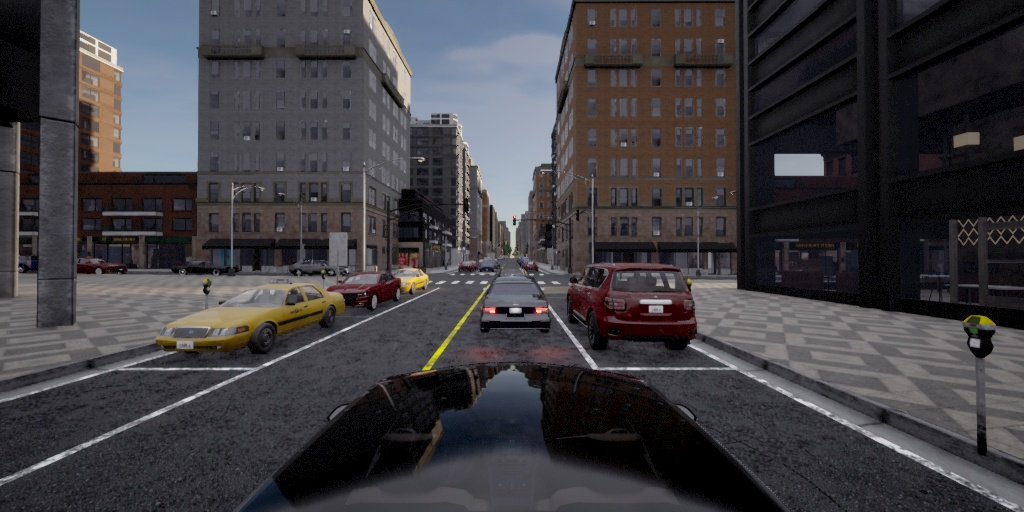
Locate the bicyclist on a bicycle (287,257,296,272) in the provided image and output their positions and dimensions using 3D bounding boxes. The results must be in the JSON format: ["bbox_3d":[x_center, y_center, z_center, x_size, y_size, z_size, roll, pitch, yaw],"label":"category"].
[{"bbox_3d":[-23.111,0.909,37.673,0.582,1.620,1.656,0,0,0],"label":"bicyclist on a bicycle"}]

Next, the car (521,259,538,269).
[{"bbox_3d":[2.545,1.343,47.293,1.802,1.307,4.207,0,0,0],"label":"car"}]

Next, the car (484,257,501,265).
[{"bbox_3d":[-3.232,1.328,56.575,1.994,1.385,4.181,0,0,0],"label":"car"}]

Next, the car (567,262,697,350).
[{"bbox_3d":[2.650,1.066,9.025,2.192,1.841,5.009,0,0,0],"label":"car"}]

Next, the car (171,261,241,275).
[{"bbox_3d":[-26.739,1.112,31.444,4.718,1.301,1.895,1,-1,0],"label":"car"}]

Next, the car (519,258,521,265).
[{"bbox_3d":[2.513,1.346,58.640,1.802,1.307,4.207,0,0,0],"label":"car"}]

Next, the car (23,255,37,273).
[{"bbox_3d":[-47.615,0.704,34.657,4.553,1.767,2.097,1,-1,1],"label":"car"}]

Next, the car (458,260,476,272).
[{"bbox_3d":[-5.982,1.306,47.279,1.888,1.381,4.507,0,0,0],"label":"car"}]

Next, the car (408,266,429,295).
[{"bbox_3d":[-5.907,1.279,20.090,1.751,1.417,4.829,0,0,0],"label":"car"}]

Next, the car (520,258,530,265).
[{"bbox_3d":[2.529,1.344,52.967,1.802,1.307,4.207,0,0,0],"label":"car"}]

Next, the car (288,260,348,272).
[{"bbox_3d":[-16.841,1.092,31.411,4.902,1.511,2.128,1,-1,0],"label":"car"}]

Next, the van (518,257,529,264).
[{"bbox_3d":[2.498,1.108,64.314,1.690,1.789,3.998,0,0,0],"label":"van"}]

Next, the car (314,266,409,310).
[{"bbox_3d":[-5.892,1.298,14.635,1.888,1.381,4.507,0,0,0],"label":"car"}]

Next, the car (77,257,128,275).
[{"bbox_3d":[-36.833,0.897,31.487,5.008,1.535,1.882,1,-1,0],"label":"car"}]

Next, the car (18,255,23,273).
[{"bbox_3d":[-46.942,0.832,31.555,4.892,1.490,1.837,1,-1,1],"label":"car"}]

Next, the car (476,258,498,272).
[{"bbox_3d":[-3.246,1.308,46.719,2.033,1.411,5.357,0,0,-4],"label":"car"}]

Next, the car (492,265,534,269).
[{"bbox_3d":[0.019,1.355,20.483,1.895,1.301,4.718,0,0,0],"label":"car"}]

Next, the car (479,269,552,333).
[{"bbox_3d":[0.067,1.299,10.757,2.033,1.411,5.357,0,0,0],"label":"car"}]

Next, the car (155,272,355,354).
[{"bbox_3d":[-5.876,1.277,8.840,1.751,1.417,4.829,0,0,0],"label":"car"}]
